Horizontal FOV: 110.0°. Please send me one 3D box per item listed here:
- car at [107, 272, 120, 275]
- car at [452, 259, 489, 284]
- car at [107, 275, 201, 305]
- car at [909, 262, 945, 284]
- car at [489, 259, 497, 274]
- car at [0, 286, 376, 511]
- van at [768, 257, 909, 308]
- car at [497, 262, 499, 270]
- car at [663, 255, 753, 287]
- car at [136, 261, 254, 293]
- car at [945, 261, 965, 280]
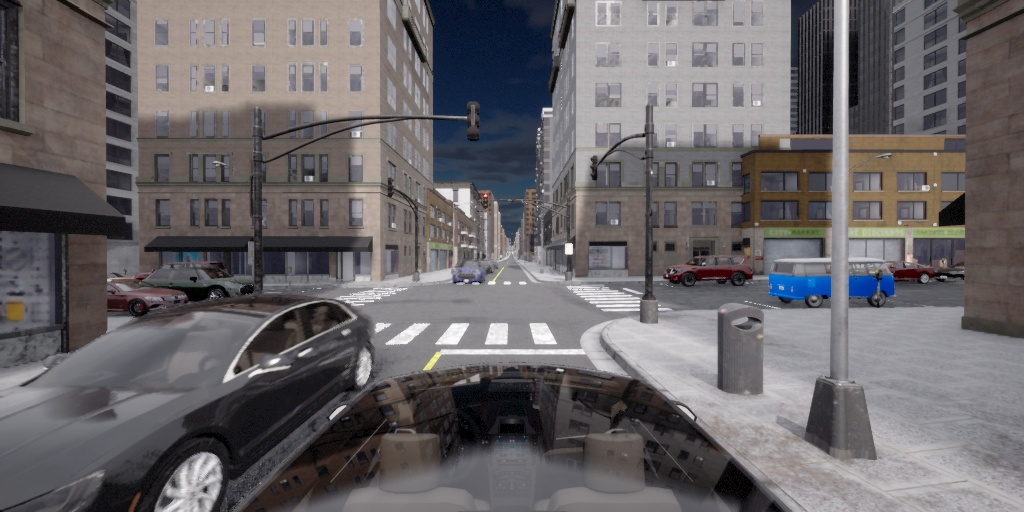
[{"bbox_3d":[-26.007,1.552,22.129,4.829,1.417,1.751,0,0,0],"label":"car"},{"bbox_3d":[-3.085,1.101,26.534,2.097,1.767,4.553,0,0,0],"label":"car"},{"bbox_3d":[-14.811,1.528,13.625,4.207,1.307,1.802,0,0,0],"label":"car"},{"bbox_3d":[23.326,0.965,22.223,4.507,1.381,1.888,0,0,0],"label":"car"},{"bbox_3d":[-3.071,1.267,41.231,1.837,1.490,4.892,0,0,0],"label":"car"},{"bbox_3d":[-3.098,1.254,3.927,1.837,1.490,4.892,0,0,0],"label":"car"},{"bbox_3d":[12.125,0.957,13.676,3.998,1.789,1.690,0,0,0],"label":"van"},{"bbox_3d":[-3.053,1.286,54.705,1.837,1.490,4.892,0,0,0],"label":"car"},{"bbox_3d":[12.108,0.872,22.201,5.009,1.841,2.192,0,0,0],"label":"car"},{"bbox_3d":[-14.001,1.269,16.267,4.553,1.767,2.097,-1,0,0],"label":"car"},{"bbox_3d":[28.935,0.916,22.234,4.313,1.339,1.948,0,0,0],"label":"car"}]
